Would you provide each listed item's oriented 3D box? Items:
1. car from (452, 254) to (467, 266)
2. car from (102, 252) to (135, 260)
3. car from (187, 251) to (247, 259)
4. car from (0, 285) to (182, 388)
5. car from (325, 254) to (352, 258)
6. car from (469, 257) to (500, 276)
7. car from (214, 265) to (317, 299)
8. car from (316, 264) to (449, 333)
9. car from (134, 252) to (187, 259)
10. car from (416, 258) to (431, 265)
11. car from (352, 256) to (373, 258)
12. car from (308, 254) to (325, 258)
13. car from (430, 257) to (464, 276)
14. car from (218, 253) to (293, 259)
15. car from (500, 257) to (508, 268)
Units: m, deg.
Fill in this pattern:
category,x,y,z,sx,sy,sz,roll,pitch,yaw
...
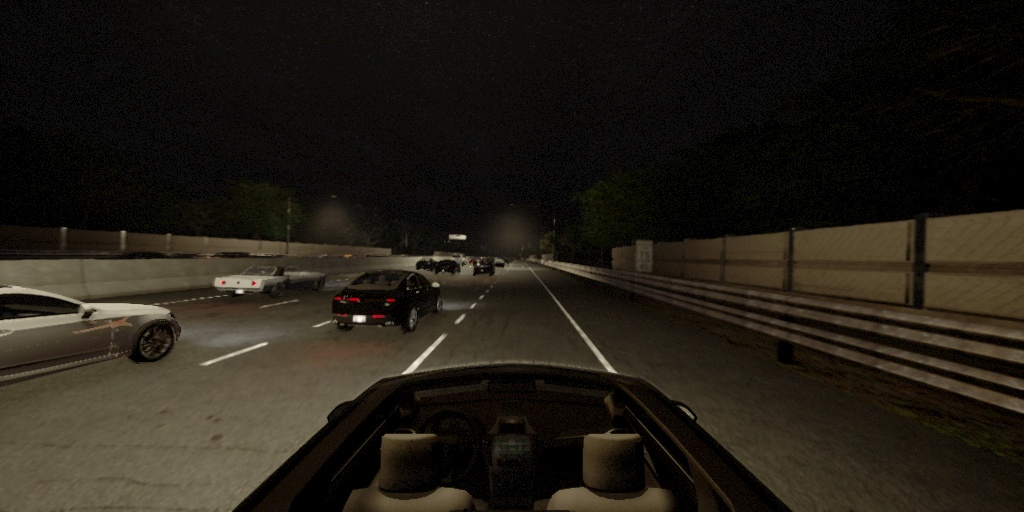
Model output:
category,x,y,z,sx,sy,sz,roll,pitch,yaw
car,-9.176,0.750,61.660,2.150,2.045,5.566,2,0,1
car,-30.935,0.358,29.837,1.837,1.490,4.892,2,-1,2
car,-23.930,0.410,30.096,2.097,1.767,4.553,2,0,2
car,-7.009,1.071,4.604,1.812,1.442,4.674,2,0,2
car,-23.422,0.571,50.050,1.882,1.535,5.008,2,0,1
car,-2.732,1.179,35.946,2.128,1.511,4.902,2,0,1
car,-10.218,1.057,15.759,1.895,1.301,4.718,2,0,1
car,-3.354,1.161,10.463,1.837,1.490,4.892,2,0,2
car,-27.436,0.502,29.909,2.033,1.411,5.357,2,0,2
car,-9.613,0.980,41.226,2.128,1.511,4.902,2,0,1
car,-19.926,0.759,49.968,1.994,1.385,4.181,2,0,1
car,-26.919,0.481,50.148,2.128,1.511,4.902,2,0,1
car,-6.250,1.089,35.185,1.837,1.490,4.892,2,0,1
car,-20.464,0.708,29.161,2.033,1.411,5.357,2,0,2
car,-2.193,1.336,61.429,1.895,1.301,4.718,2,0,1
